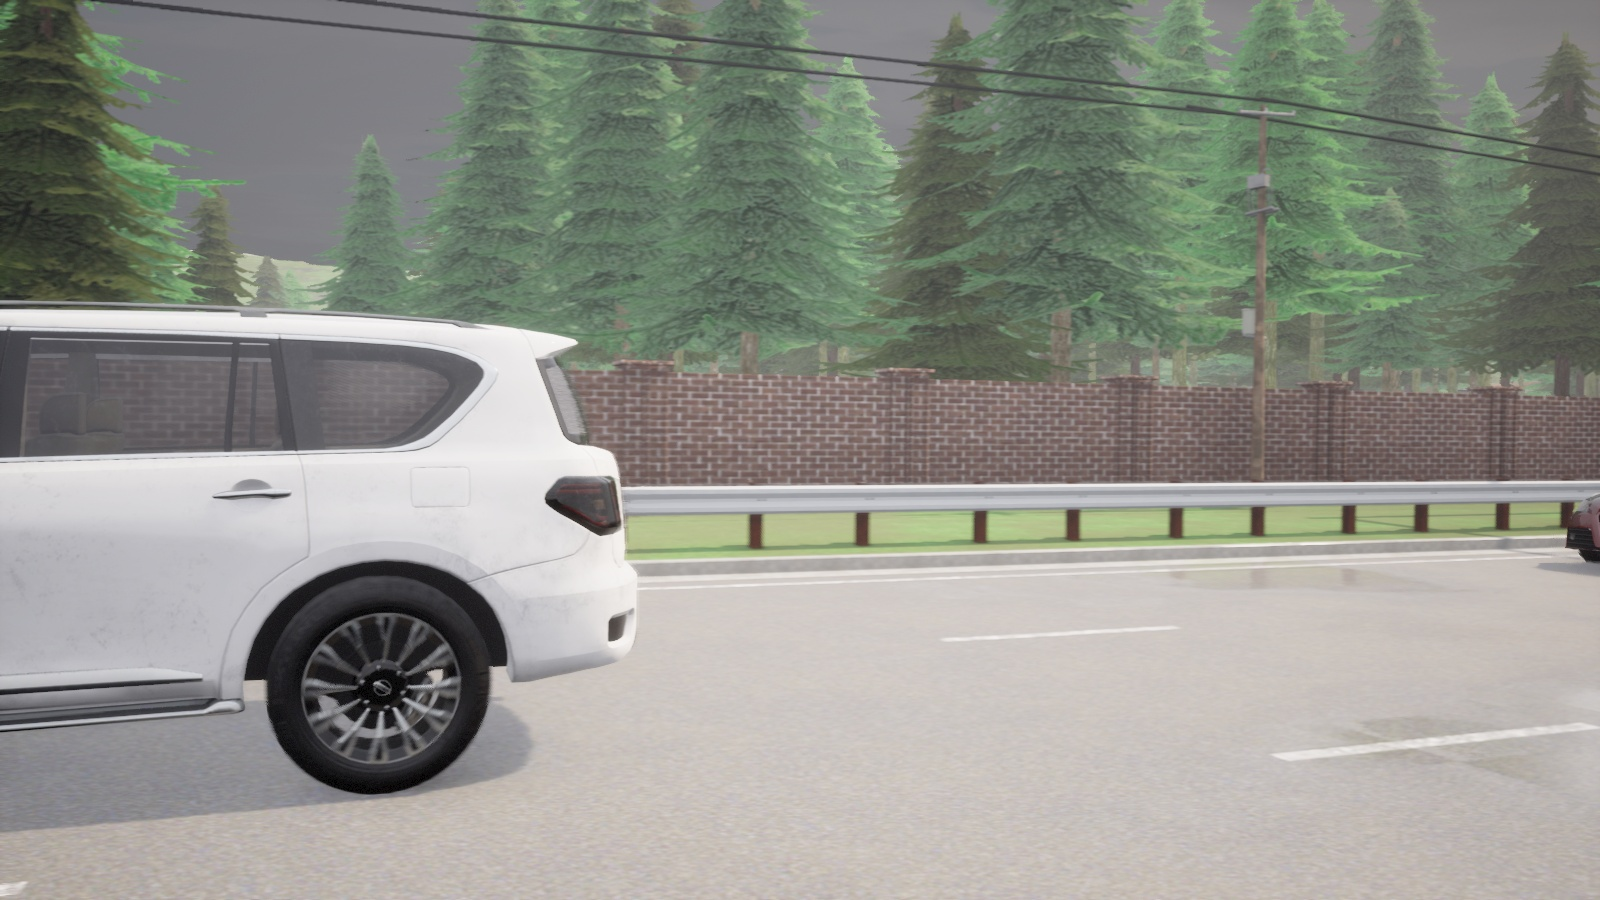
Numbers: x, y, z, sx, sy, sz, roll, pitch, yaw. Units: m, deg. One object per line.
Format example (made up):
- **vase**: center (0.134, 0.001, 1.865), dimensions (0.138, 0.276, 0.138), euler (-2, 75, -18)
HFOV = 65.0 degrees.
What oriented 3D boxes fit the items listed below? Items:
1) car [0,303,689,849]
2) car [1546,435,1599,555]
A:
- **car**: center (-3.493, 0.463, 5.653), dimensions (5.566, 2.045, 2.150), euler (-1, 1, -21)
- **car**: center (11.350, 0.494, 15.037), dimensions (4.181, 1.385, 1.994), euler (-1, 1, -21)
